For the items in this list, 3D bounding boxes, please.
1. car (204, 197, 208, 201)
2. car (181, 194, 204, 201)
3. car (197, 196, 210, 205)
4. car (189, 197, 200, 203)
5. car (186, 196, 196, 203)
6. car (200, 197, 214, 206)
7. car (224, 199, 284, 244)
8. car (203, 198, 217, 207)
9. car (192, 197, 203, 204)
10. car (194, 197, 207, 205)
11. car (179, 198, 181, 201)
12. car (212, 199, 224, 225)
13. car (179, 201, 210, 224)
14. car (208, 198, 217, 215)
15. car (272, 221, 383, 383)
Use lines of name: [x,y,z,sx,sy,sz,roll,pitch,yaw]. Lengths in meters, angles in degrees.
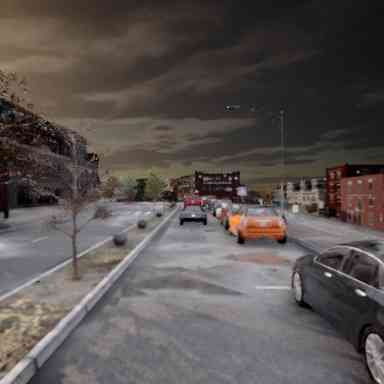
car: [2.992,1.637,49.316,2.231,1.521,4.892,0,0,0]
car: [0.101,1.337,42.528,2.150,2.045,5.566,0,0,0]
car: [2.300,1.678,65.921,2.185,1.767,4.553,0,-1,-4]
car: [0.534,1.978,82.492,2.231,1.521,4.892,0,-1,-7]
car: [-0.306,1.930,88.066,2.185,1.767,4.553,0,-1,-9]
car: [2.648,1.746,60.406,2.097,1.535,5.008,0,-1,-2]
car: [2.998,1.378,16.165,2.185,1.767,4.553,0,0,0]
car: [2.880,1.729,54.863,2.002,1.452,4.674,0,-1,-1]
car: [1.222,1.959,77.114,2.002,1.452,4.674,0,-1,-6]
car: [1.805,1.892,71.625,2.163,1.488,4.792,0,-1,-5]
car: [-1.244,1.904,93.598,2.435,2.045,5.566,0,-1,-10]
car: [2.999,1.580,27.362,2.002,1.452,4.674,0,0,0]
car: [0.101,1.616,25.175,1.994,1.385,4.181,0,0,0]
car: [2.999,1.434,32.856,2.185,1.767,4.553,0,0,0]
car: [2.998,1.484,5.148,2.231,1.521,4.892,0,0,0]
